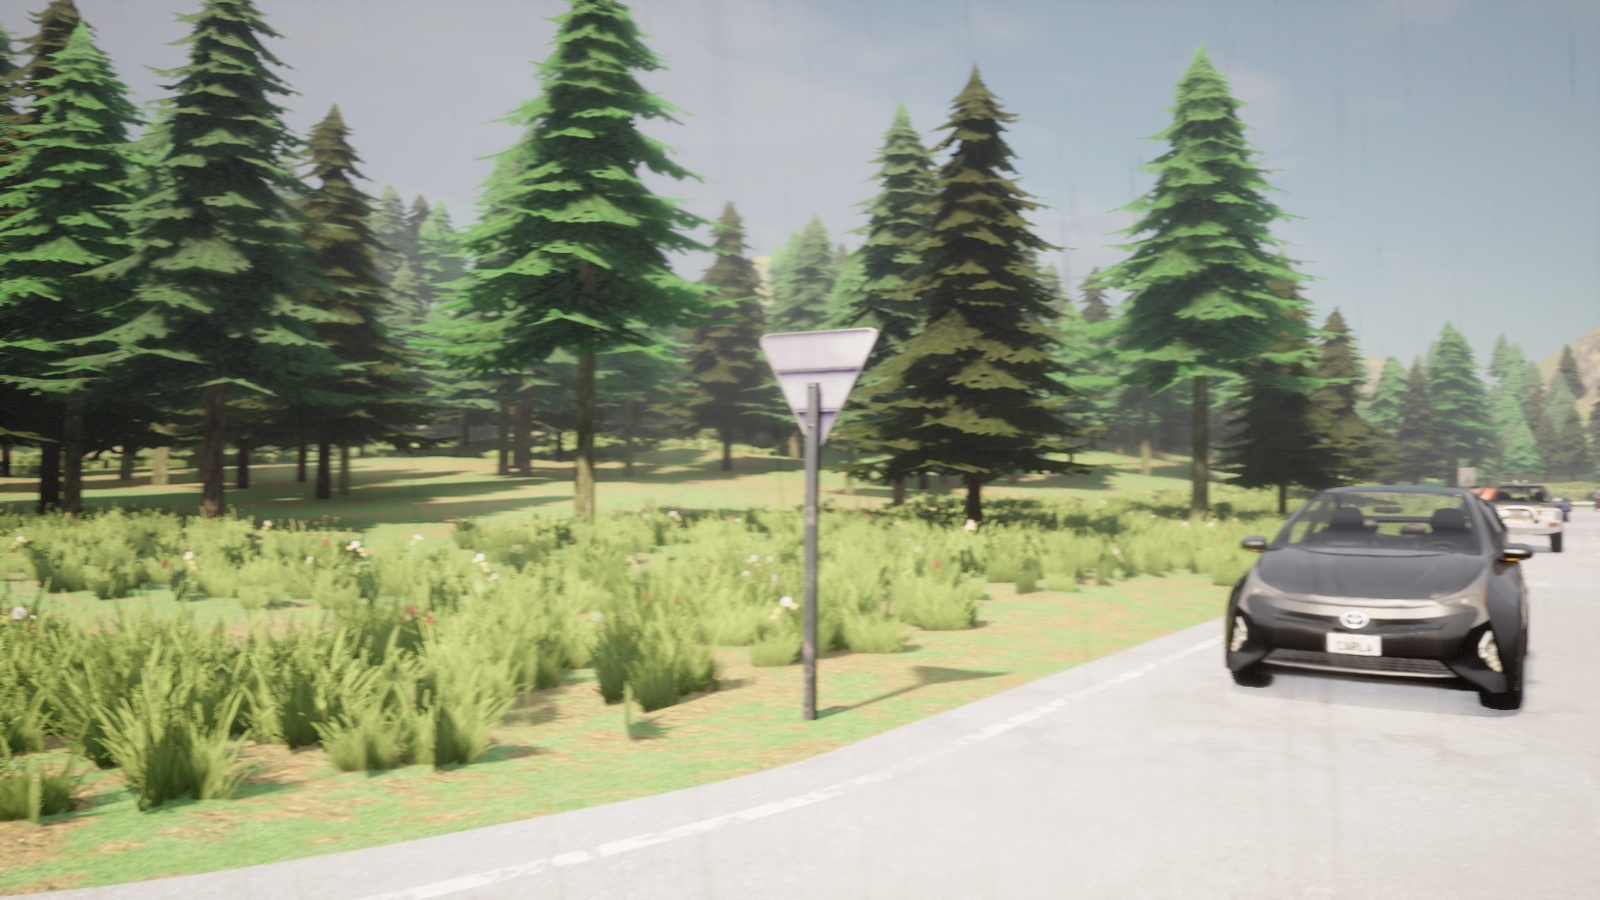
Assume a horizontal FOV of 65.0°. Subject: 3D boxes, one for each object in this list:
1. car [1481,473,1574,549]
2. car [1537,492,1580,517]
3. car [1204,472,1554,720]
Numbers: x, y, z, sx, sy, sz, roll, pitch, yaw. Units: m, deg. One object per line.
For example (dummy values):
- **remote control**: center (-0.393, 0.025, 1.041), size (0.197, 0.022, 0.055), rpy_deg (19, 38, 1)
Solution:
- **car**: center (19.293, 1.573, 33.213), size (1.932, 1.855, 4.605), rpy_deg (-1, -2, 32)
- **car**: center (41.663, 2.987, 68.946), size (1.895, 1.301, 4.718), rpy_deg (-1, -2, 32)
- **car**: center (4.887, 0.975, 10.196), size (2.007, 1.525, 4.514), rpy_deg (-1, -2, 32)
